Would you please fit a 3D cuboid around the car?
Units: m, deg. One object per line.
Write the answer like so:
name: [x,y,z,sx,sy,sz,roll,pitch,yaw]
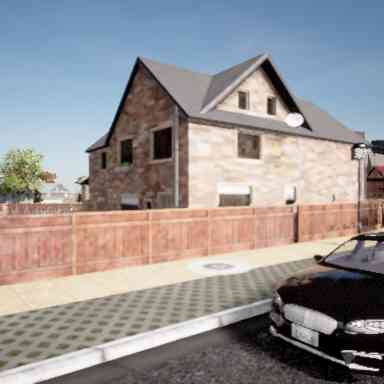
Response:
car: [3.354,1.475,5.512,4.902,1.511,2.128,0,0,-36]
